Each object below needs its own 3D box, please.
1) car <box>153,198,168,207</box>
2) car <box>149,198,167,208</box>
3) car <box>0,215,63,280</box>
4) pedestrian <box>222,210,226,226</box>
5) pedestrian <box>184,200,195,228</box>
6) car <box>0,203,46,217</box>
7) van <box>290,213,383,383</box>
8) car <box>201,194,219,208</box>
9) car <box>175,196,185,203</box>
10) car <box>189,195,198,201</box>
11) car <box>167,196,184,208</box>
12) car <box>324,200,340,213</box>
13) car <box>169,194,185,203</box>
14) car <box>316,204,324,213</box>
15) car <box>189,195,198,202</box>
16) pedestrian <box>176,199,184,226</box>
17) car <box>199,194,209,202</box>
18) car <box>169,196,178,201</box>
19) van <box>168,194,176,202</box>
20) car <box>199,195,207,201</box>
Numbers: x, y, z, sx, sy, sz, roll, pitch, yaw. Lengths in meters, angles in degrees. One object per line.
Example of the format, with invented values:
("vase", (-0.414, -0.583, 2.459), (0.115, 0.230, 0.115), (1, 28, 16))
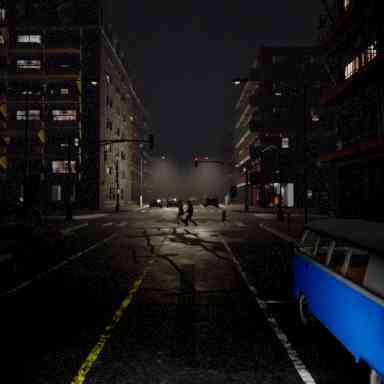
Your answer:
("car", (-5.058, 1.612, 53.609), (1.947, 1.339, 4.313), (1, 0, 0))
("car", (-5.083, 1.606, 48.048), (1.947, 1.339, 4.313), (1, 0, 0))
("car", (-5.257, 1.588, 9.968), (1.802, 1.307, 4.206), (1, 0, 0))
("pedestrian", (2.162, 1.691, 21.675), (0.500, 1.100, 0.500), (1, -1, 0))
("pedestrian", (-0.153, 1.310, 21.095), (0.375, 1.860, 0.375), (1, -1, 0))
("car", (-16.021, 1.642, 30.398), (4.718, 1.301, 1.895), (0, -1, 0))
("van", (2.569, 1.343, 4.346), (1.690, 1.788, 3.998), (1, 0, 0))
("car", (2.802, 1.355, 48.058), (2.192, 1.841, 5.009), (1, 0, 0))
("car", (-2.435, 1.641, 69.450), (1.994, 1.385, 4.181), (0, 0, 0))
("car", (0.400, 1.527, 88.078), (2.128, 1.511, 4.902), (0, 0, 0))
("car", (-2.623, 1.604, 48.305), (1.994, 1.385, 4.181), (0, 0, 1))
("car", (13.868, 1.454, 27.726), (4.403, 1.369, 2.008), (0, -1, 0))
("car", (-2.565, 1.558, 58.341), (1.837, 1.490, 4.892), (0, 0, 0))
("car", (14.999, 1.494, 33.135), (5.008, 1.535, 1.882), (0, -1, 1))
("car", (0.353, 1.583, 77.653), (1.882, 1.535, 5.008), (0, 0, 0))
("pedestrian", (-0.716, 1.307, 22.298), (0.375, 1.860, 0.375), (1, -1, 0))
("car", (2.950, 1.448, 81.416), (2.192, 1.841, 5.009), (1, 0, 0))
("car", (-4.908, 1.715, 86.980), (2.008, 1.369, 4.403), (1, 0, 0))
("van", (-4.929, 1.473, 81.416), (1.690, 1.788, 3.998), (1, 0, 0))
("car", (2.973, 1.605, 86.980), (1.967, 1.590, 4.097), (1, 0, 0))
